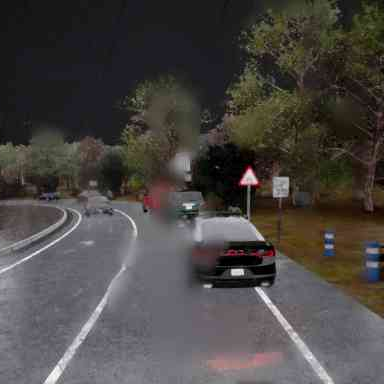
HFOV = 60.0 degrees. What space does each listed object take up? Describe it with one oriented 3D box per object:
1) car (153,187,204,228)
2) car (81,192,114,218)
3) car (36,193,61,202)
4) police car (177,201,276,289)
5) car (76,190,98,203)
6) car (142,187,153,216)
[{"bbox_3d":[-0.722,0.799,19.272,2.150,2.045,5.566,-1,2,-12],"label":"car"},{"bbox_3d":[-7.236,1.044,25.526,1.837,1.490,4.892,-2,2,-21],"label":"car"},{"bbox_3d":[-23.801,0.861,54.968,4.718,1.301,1.895,-2,4,38],"label":"car"},{"bbox_3d":[0.715,1.291,9.053,1.930,1.638,5.238,0,2,-4],"label":"police car"},{"bbox_3d":[-14.000,0.494,44.939,2.097,1.767,4.553,-5,3,-39],"label":"car"},{"bbox_3d":[-2.371,0.636,25.322,2.150,2.045,5.566,-2,2,-18],"label":"car"}]
